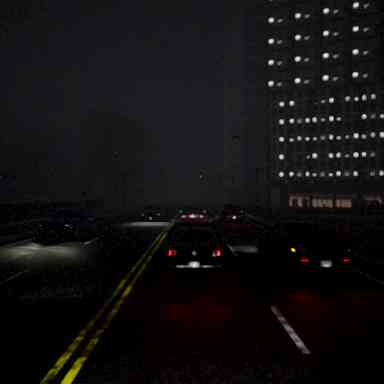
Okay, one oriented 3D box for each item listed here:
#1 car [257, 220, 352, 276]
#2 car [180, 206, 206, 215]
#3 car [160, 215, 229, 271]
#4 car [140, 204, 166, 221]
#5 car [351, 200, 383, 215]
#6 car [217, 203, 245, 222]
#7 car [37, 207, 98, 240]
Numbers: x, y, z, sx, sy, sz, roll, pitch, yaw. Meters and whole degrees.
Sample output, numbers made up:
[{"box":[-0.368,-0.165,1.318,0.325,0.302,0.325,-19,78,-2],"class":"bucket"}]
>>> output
[{"box":[3.324,1.610,10.507,1.812,1.442,4.674,0,0,0],"class":"car"},{"box":[0.058,1.757,25.439,2.033,1.411,5.357,0,-1,0],"class":"car"},{"box":[0.074,1.691,11.212,1.895,1.301,4.718,0,0,0],"class":"car"},{"box":[-3.361,1.795,29.806,2.033,1.411,5.357,0,-1,0],"class":"car"},{"box":[22.970,2.007,42.346,5.009,1.841,2.192,0,1,20],"class":"car"},{"box":[3.310,1.740,28.371,1.837,1.490,4.892,0,0,0],"class":"car"},{"box":[-6.617,1.625,18.181,1.882,1.535,5.008,0,-1,0],"class":"car"}]
